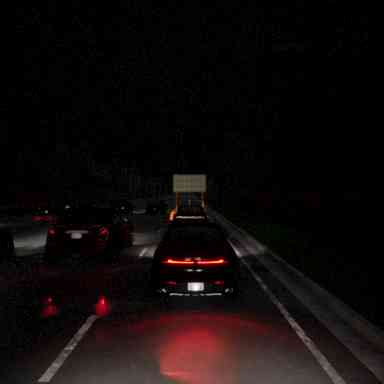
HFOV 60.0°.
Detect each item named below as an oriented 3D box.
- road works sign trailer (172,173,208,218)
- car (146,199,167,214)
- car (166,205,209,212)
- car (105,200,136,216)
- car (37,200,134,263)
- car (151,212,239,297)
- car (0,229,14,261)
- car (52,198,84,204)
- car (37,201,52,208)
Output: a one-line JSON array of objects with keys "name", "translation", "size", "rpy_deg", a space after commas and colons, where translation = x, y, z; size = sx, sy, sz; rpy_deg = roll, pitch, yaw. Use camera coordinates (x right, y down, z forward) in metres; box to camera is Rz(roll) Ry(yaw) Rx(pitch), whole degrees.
[{"name": "road works sign trailer", "translation": [-0.169, 0.466, 22.837], "size": [2.380, 3.560, 2.880], "rpy_deg": [0, 0, -3]}, {"name": "car", "translation": [-3.649, 1.479, 34.796], "size": [1.882, 1.535, 5.008], "rpy_deg": [0, 0, 0]}, {"name": "car", "translation": [-0.045, 1.489, 18.967], "size": [2.128, 1.511, 4.902], "rpy_deg": [0, 0, 1]}, {"name": "car", "translation": [-7.143, 1.549, 33.640], "size": [2.033, 1.411, 5.357], "rpy_deg": [0, 0, 0]}, {"name": "car", "translation": [-3.473, 1.353, 12.137], "size": [2.097, 1.767, 4.553], "rpy_deg": [0, 0, 0]}, {"name": "car", "translation": [0.054, 1.505, 8.581], "size": [1.837, 1.490, 4.892], "rpy_deg": [0, 0, 0]}, {"name": "car", "translation": [-6.950, 1.490, 9.379], "size": [2.128, 1.511, 4.902], "rpy_deg": [0, 0, 0]}, {"name": "car", "translation": [-10.615, 1.353, 30.468], "size": [2.097, 1.767, 4.553], "rpy_deg": [0, 0, 0]}, {"name": "car", "translation": [-14.149, 1.603, 34.499], "size": [1.895, 1.301, 4.718], "rpy_deg": [0, 0, 0]}]
